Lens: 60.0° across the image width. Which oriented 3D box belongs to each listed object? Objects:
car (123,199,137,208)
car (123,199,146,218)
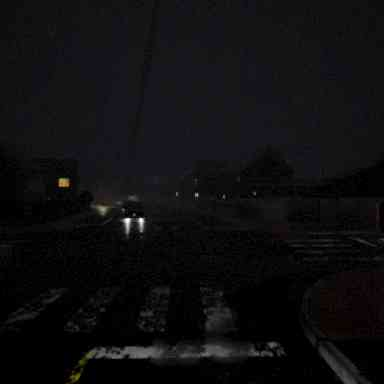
[{"bbox_3d":[-9.575,1.733,51.179,1.994,1.385,4.181,0,0,-14],"label":"car"},{"bbox_3d":[-5.408,1.620,31.365,2.033,1.411,5.357,0,0,-9],"label":"car"}]
